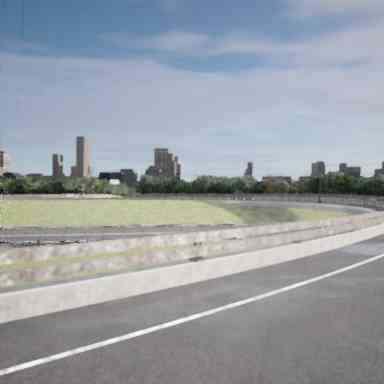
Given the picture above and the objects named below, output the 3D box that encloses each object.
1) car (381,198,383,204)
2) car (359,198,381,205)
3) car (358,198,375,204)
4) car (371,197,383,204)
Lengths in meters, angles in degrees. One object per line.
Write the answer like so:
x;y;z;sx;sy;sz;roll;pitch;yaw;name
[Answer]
41.972;2.019;72.027;2.097;1.767;4.553;0;-1;5;car
38.489;2.172;72.403;1.837;1.490;4.892;0;-1;5;car
42.666;2.148;81.264;1.994;1.385;4.181;0;-1;-1;car
46.164;2.110;81.137;2.128;1.511;4.902;0;-1;-1;car
